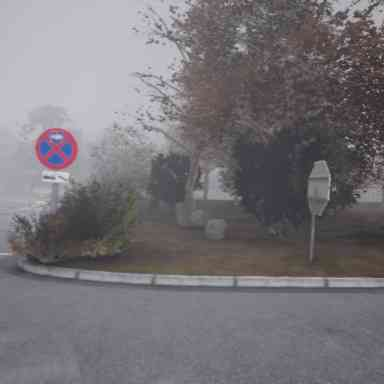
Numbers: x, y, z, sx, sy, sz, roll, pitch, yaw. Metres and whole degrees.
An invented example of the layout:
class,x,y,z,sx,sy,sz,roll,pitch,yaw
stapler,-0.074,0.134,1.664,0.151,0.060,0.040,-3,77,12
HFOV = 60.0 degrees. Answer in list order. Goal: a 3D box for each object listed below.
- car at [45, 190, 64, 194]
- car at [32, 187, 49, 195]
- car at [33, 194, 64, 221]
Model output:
class,x,y,z,sx,sy,sz,roll,pitch,yaw
car,-13.161,0.828,32.939,1.994,1.385,4.181,3,0,-21
car,-21.208,0.011,47.214,2.097,1.767,4.553,2,0,-41
car,-6.644,1.082,18.307,2.097,1.535,5.008,4,0,-3
